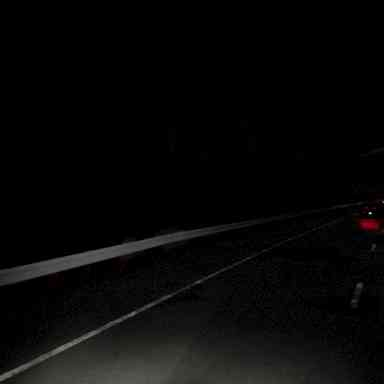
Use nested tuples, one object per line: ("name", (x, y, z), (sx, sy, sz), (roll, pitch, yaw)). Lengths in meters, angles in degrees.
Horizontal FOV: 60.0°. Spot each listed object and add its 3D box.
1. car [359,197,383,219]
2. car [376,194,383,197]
("car", (16.160, 1.505, 29.524), (1.837, 1.490, 4.892), (0, 0, 35))
("car", (22.246, 1.221, 38.041), (2.150, 2.045, 5.566), (0, 0, 36))
